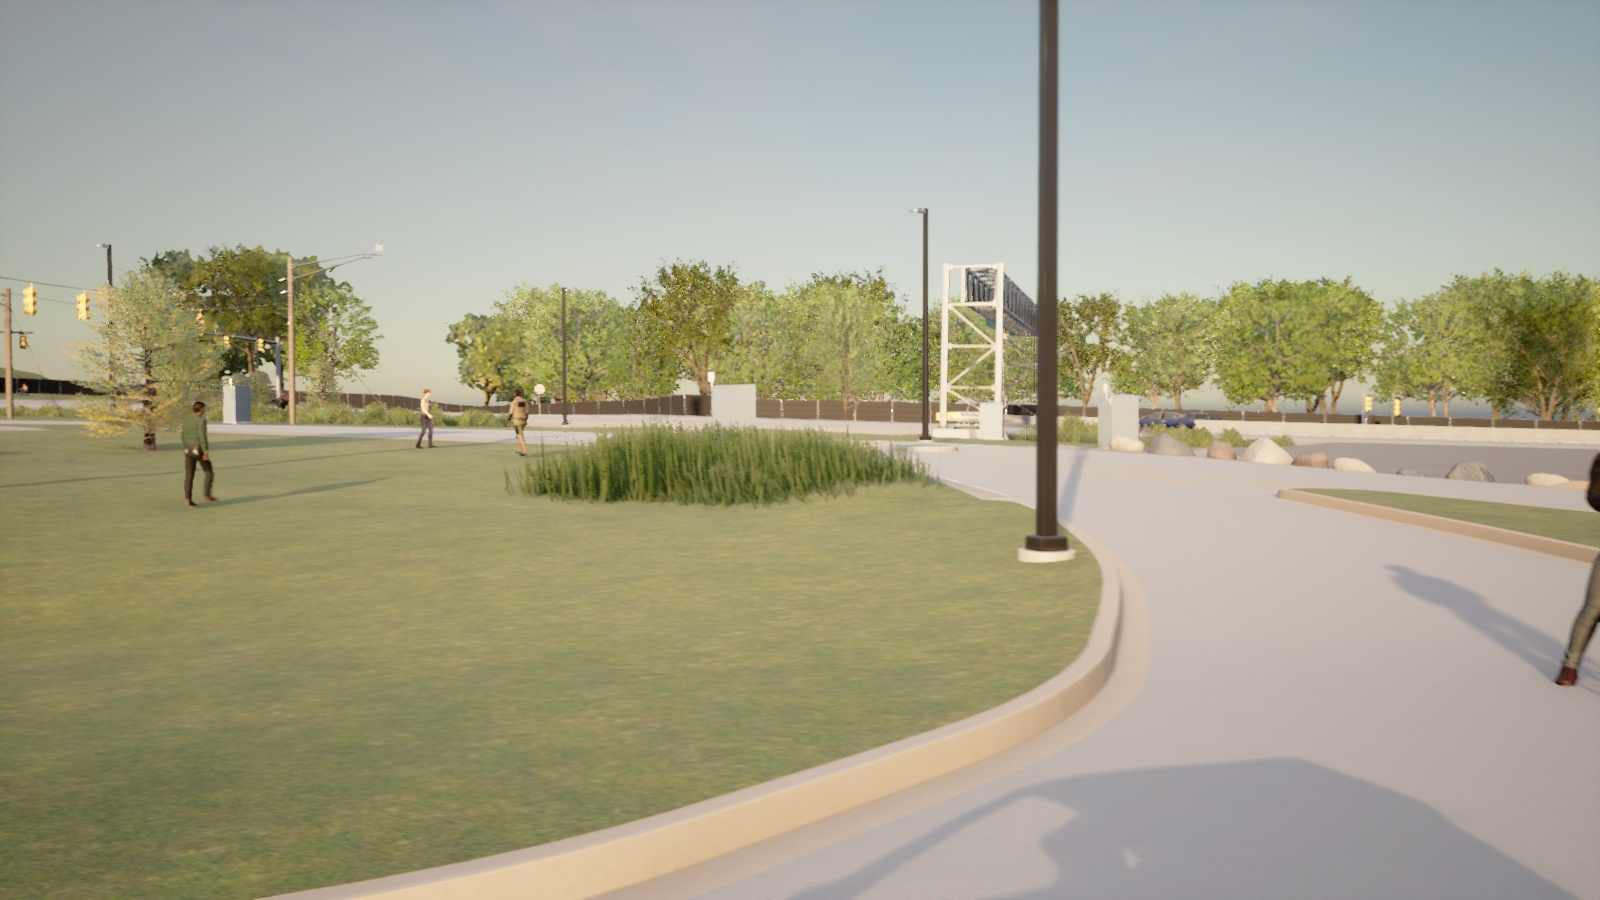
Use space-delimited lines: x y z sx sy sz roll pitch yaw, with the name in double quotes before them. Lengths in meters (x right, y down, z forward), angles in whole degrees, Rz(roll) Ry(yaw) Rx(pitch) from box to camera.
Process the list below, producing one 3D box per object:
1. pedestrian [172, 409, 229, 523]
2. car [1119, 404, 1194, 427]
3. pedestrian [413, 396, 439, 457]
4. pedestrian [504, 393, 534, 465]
"pedestrian" -10.463 0.270 21.933 0.423 1.949 0.788 -1 2 16
"car" 23.971 -2.337 84.487 4.792 1.488 2.163 1 2 15
"pedestrian" -11.393 -0.729 38.258 0.594 1.836 0.345 -1 2 12
"pedestrian" -7.580 -0.576 33.889 0.692 1.930 0.396 0 2 42
